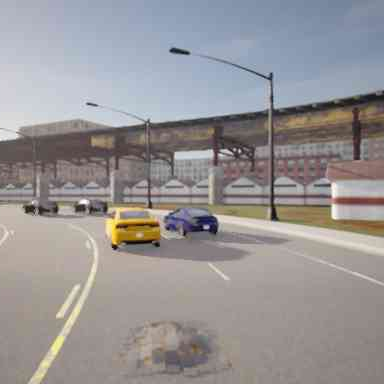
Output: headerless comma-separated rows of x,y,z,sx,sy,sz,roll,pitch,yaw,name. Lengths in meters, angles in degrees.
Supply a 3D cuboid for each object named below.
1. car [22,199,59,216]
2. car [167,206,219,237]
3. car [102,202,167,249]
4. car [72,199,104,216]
-14.532,1.440,31.787,4.902,1.511,2.128,0,0,42,car
-0.144,1.459,17.576,1.812,1.442,4.674,0,0,-21,car
-2.710,1.434,14.577,1.882,1.535,5.008,0,0,-18,car
-9.953,1.416,32.230,2.128,1.511,4.902,0,0,-44,car
